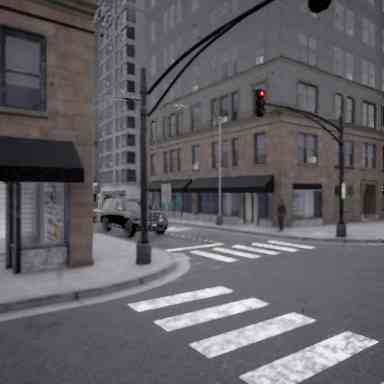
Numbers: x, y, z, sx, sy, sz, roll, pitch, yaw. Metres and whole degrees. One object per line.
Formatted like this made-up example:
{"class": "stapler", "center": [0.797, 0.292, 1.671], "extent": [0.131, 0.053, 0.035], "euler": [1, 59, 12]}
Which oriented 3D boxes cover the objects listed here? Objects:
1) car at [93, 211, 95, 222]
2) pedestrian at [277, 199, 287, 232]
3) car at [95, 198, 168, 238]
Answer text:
{"class": "car", "center": [-9.534, 1.771, 27.964], "extent": [1.812, 1.442, 4.674], "euler": [0, 0, -36]}
{"class": "pedestrian", "center": [4.941, 1.281, 18.498], "extent": [0.375, 1.860, 0.375], "euler": [-1, 0, -36]}
{"class": "car", "center": [-3.561, 1.410, 19.644], "extent": [2.150, 2.045, 5.566], "euler": [0, 0, -36]}
